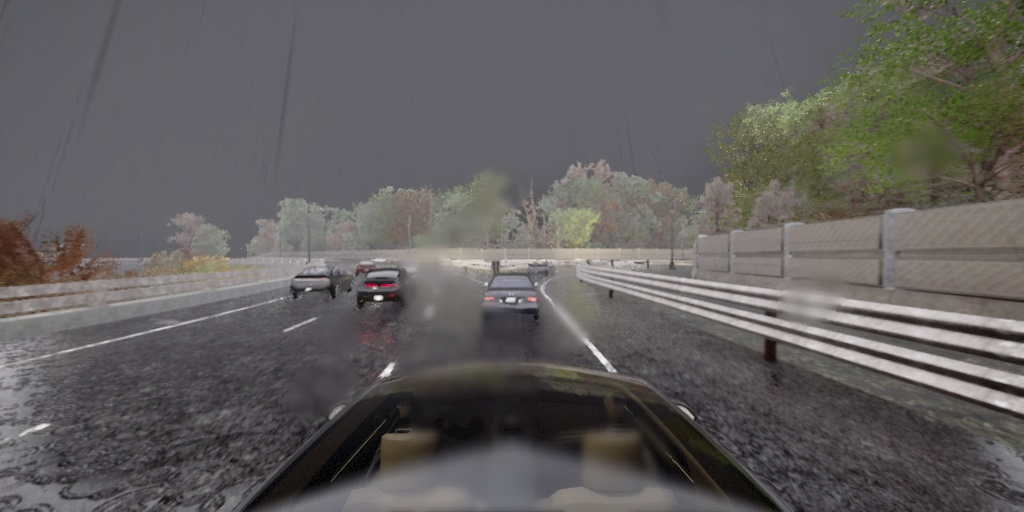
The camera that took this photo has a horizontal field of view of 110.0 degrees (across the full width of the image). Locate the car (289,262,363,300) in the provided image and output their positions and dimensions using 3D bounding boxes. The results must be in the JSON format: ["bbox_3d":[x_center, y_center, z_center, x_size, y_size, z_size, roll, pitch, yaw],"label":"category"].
[{"bbox_3d":[-9.191,1.219,17.742,2.128,1.511,4.902,0,0,-11],"label":"car"}]

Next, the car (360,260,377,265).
[{"bbox_3d":[-14.833,1.174,36.657,1.882,1.535,5.008,0,0,-21],"label":"car"}]

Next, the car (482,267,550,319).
[{"bbox_3d":[-0.017,1.278,12.630,2.033,1.411,5.357,0,0,0],"label":"car"}]

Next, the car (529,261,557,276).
[{"bbox_3d":[2.885,1.184,33.409,2.128,1.511,4.902,0,0,18],"label":"car"}]

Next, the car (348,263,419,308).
[{"bbox_3d":[-5.133,1.234,15.144,1.837,1.490,4.892,0,0,-9],"label":"car"}]
